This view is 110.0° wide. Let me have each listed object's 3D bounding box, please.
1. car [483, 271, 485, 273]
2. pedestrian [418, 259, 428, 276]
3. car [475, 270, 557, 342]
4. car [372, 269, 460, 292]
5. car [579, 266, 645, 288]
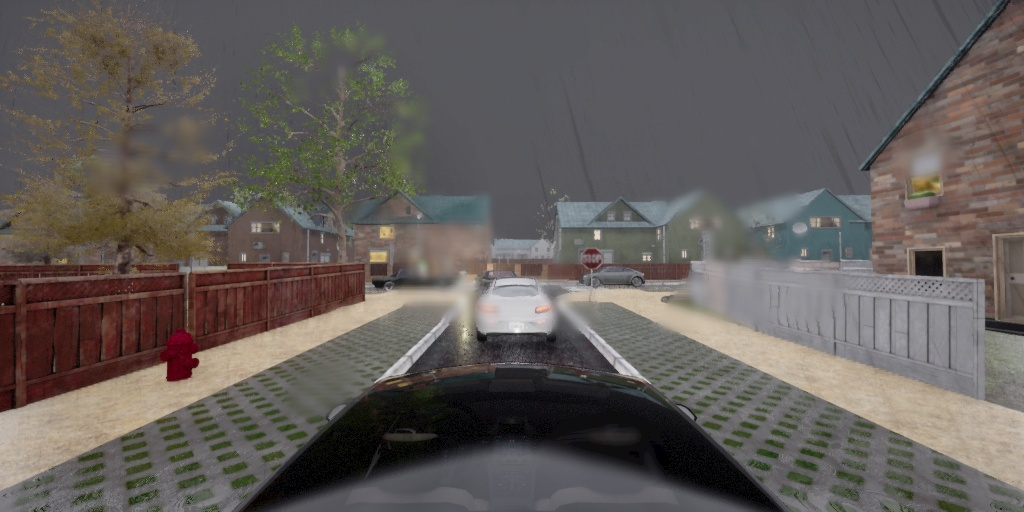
[{"bbox_3d":[-0.756,1.366,18.512,1.895,1.301,4.718,0,-1,-12],"label":"car"},{"bbox_3d":[-6.701,1.119,26.783,0.375,1.860,0.375,0,-1,1],"label":"pedestrian"},{"bbox_3d":[0.103,1.280,9.694,1.812,1.442,4.674,0,0,0],"label":"car"},{"bbox_3d":[-5.482,1.416,20.897,4.718,1.301,1.895,-1,-1,1],"label":"car"},{"bbox_3d":[6.539,1.344,23.688,4.181,1.385,1.994,0,-1,1],"label":"car"}]
